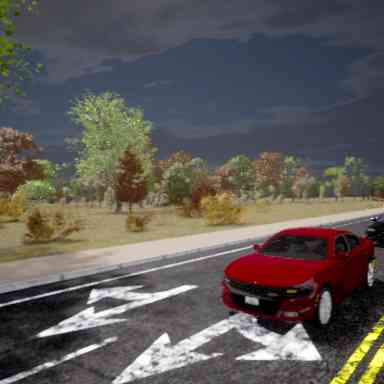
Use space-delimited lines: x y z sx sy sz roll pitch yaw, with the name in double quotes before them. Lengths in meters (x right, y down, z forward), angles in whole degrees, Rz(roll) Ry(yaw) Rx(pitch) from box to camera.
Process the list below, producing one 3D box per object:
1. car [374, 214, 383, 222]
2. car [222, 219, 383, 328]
"car" 9.577 1.696 15.560 1.994 1.385 4.181 -1 -1 40
"car" 2.632 1.566 7.489 1.882 1.535 5.008 -1 -1 41
